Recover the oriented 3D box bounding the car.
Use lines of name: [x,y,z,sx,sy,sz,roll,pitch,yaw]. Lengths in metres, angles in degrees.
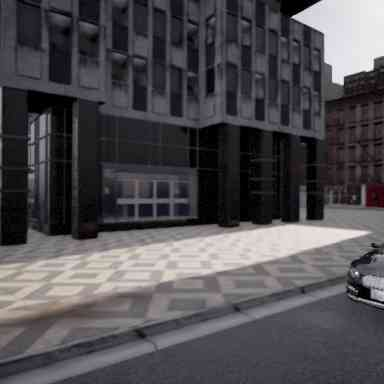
car: [5.244,1.524,7.121,4.902,1.511,2.128,0,0,-36]
